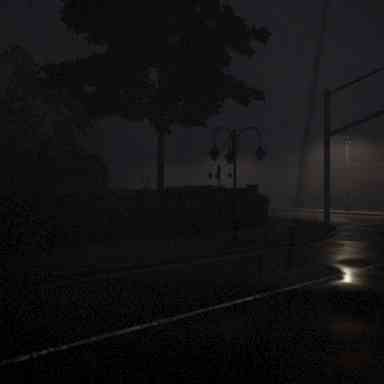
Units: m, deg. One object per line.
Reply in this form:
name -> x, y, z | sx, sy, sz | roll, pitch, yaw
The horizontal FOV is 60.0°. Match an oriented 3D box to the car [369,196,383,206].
car -> 28.414, 1.295, 48.461 | 2.242, 1.667, 4.611 | 0, 0, -35

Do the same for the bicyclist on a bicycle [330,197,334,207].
bicyclist on a bicycle -> 20.837, 1.430, 50.104 | 1.656, 1.620, 0.582 | -6, -7, -37
